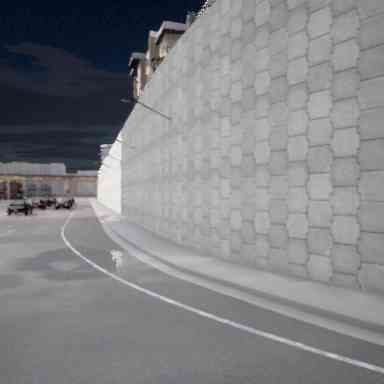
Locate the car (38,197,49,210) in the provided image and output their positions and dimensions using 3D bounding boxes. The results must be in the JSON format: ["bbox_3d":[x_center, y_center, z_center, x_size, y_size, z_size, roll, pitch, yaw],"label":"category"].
[{"bbox_3d":[-22.339,1.804,48.062,1.812,1.442,4.674,0,0,-17],"label":"car"}]

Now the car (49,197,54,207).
[{"bbox_3d":[-25.419,1.828,57.526,2.128,1.511,4.902,0,0,-18],"label":"car"}]

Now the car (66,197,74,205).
[{"bbox_3d":[-21.998,1.855,58.323,1.837,1.490,4.892,0,0,-18],"label":"car"}]

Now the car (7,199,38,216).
[{"bbox_3d":[-18.464,1.695,35.874,2.128,1.511,4.902,0,0,-17],"label":"car"}]

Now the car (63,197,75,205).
[{"bbox_3d":[-25.117,1.766,68.075,2.128,1.511,4.902,0,0,-18],"label":"car"}]

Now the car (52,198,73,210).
[{"bbox_3d":[-18.790,1.890,48.428,1.895,1.301,4.718,0,0,-17],"label":"car"}]

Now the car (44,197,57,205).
[{"bbox_3d":[-28.450,1.766,67.009,2.033,1.411,5.357,0,0,-18],"label":"car"}]
